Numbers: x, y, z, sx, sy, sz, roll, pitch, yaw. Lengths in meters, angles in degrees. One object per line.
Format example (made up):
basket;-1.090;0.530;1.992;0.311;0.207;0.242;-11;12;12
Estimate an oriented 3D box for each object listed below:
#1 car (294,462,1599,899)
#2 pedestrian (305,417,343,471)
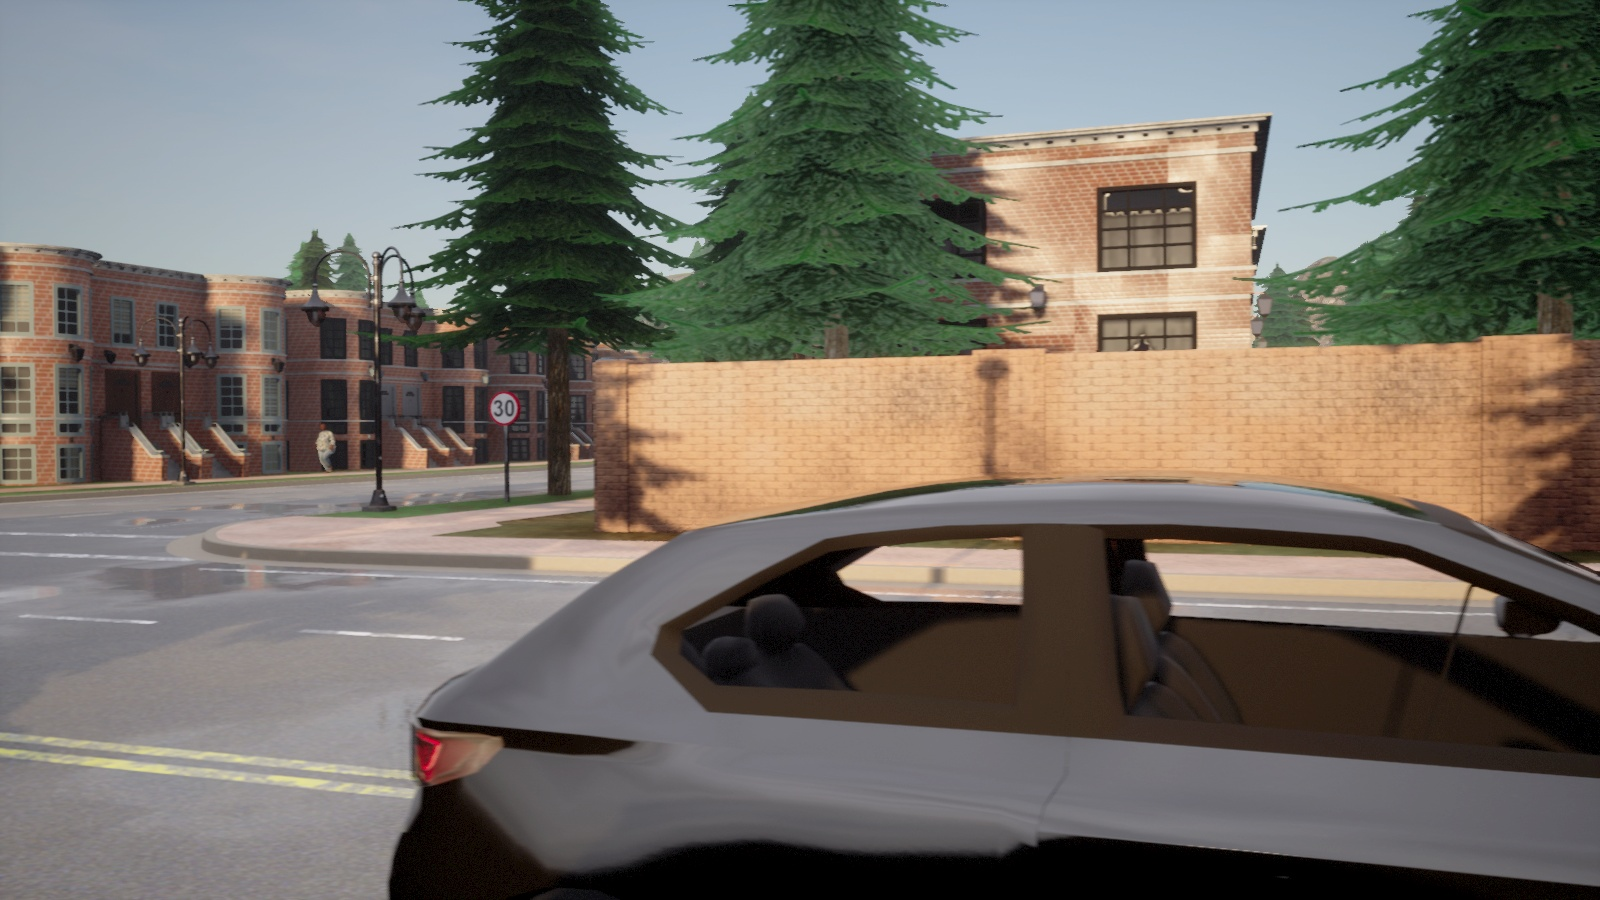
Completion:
car;1.239;0.802;2.777;4.193;1.474;1.816;0;1;19
pedestrian;-16.560;-0.209;43.690;0.874;1.855;0.900;0;1;20
